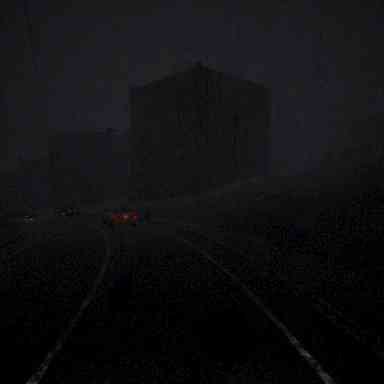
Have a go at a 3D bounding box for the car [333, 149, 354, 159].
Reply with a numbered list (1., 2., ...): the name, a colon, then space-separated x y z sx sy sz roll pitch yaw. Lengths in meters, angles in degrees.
1. car: 21.849 -5.075 45.665 2.185 1.767 4.553 0 1 -1

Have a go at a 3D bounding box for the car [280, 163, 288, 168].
1. car: 21.597 -5.484 73.239 2.002 1.452 4.674 0 1 -1

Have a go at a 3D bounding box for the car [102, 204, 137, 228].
1. car: -5.432 1.700 24.458 1.801 1.575 5.366 -1 -1 -23

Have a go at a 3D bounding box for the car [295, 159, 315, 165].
1. car: 21.697 -5.307 62.200 2.231 1.521 4.892 0 1 -1

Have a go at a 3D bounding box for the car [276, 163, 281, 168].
1. car: 21.546 -5.873 78.720 2.435 2.045 5.566 0 1 -1

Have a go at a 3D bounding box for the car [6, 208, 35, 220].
1. car: -21.323 2.635 41.085 5.357 1.411 2.033 -4 -1 44

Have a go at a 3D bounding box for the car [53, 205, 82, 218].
1. car: -14.885 2.313 39.607 2.033 1.411 5.357 -2 -1 -40

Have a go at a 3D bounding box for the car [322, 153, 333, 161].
1. car: 21.798 -5.199 51.184 2.185 1.767 4.553 0 1 -1

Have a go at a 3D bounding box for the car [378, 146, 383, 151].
1. car: 21.951 -4.818 34.499 2.185 1.767 4.553 0 1 -1

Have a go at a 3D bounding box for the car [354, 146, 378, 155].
1. car: 21.901 -4.779 39.994 2.002 1.452 4.674 0 1 -1

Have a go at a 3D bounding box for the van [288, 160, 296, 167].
1. van: 21.648 -5.642 67.592 1.878 1.987 4.442 0 1 -1
